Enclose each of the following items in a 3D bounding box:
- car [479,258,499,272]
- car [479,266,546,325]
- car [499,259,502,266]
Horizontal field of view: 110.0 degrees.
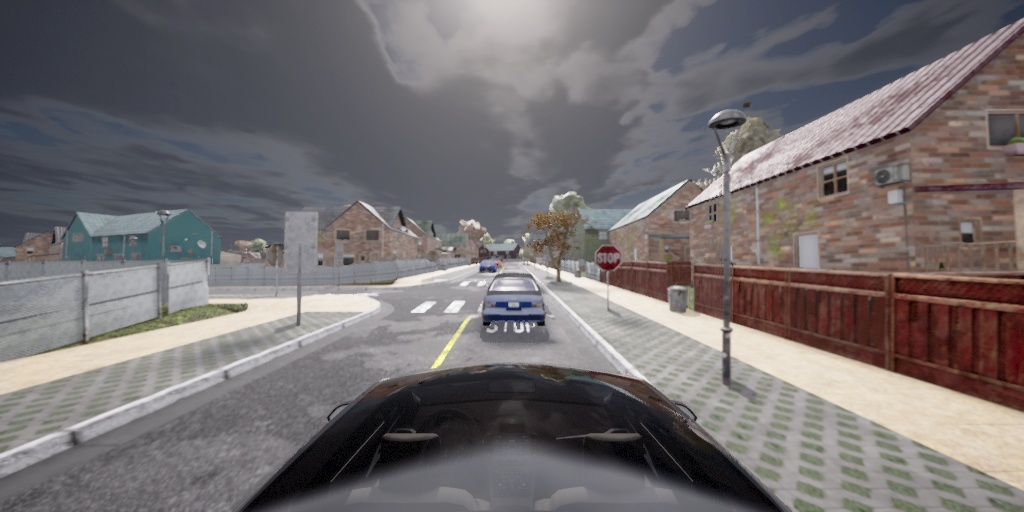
[{"bbox_3d":[-2.843,1.172,42.360,1.882,1.535,5.008,0,0,0],"label":"car"},{"bbox_3d":[0.062,1.251,11.677,2.033,1.411,5.357,0,1,0],"label":"car"},{"bbox_3d":[-2.804,1.066,59.463,2.097,1.767,4.553,0,0,0],"label":"car"}]
